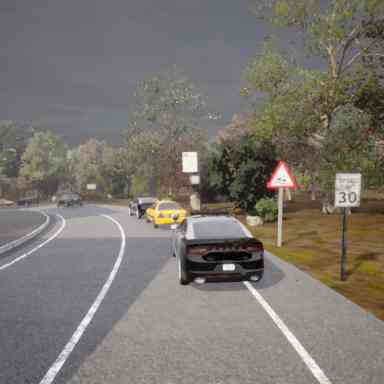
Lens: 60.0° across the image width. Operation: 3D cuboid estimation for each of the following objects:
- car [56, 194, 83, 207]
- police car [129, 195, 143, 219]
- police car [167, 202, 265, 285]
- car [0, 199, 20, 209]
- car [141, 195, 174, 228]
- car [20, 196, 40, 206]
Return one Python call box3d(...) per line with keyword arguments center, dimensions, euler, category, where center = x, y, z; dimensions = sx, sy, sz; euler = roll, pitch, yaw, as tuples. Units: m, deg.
box3d(center=(-16.491, 1.052, 44.550), dimensions=(2.097, 1.767, 4.553), euler=(-5, 3, -42), category="car")
box3d(center=(-3.603, 1.060, 25.589), dimensions=(1.930, 1.638, 5.238), euler=(-2, 1, -21), category="police car")
box3d(center=(0.460, 1.301, 9.409), dimensions=(1.930, 1.638, 5.238), euler=(-1, 1, -7), category="police car")
box3d(center=(-29.144, 1.793, 51.198), dimensions=(5.008, 1.535, 1.882), euler=(-3, 3, 36), category="car")
box3d(center=(-1.613, 1.167, 19.726), dimensions=(1.801, 1.575, 5.366), euler=(-2, 1, -16), category="car")
box3d(center=(-26.712, 1.485, 53.802), dimensions=(5.008, 1.535, 1.882), euler=(-2, 3, 34), category="car")
